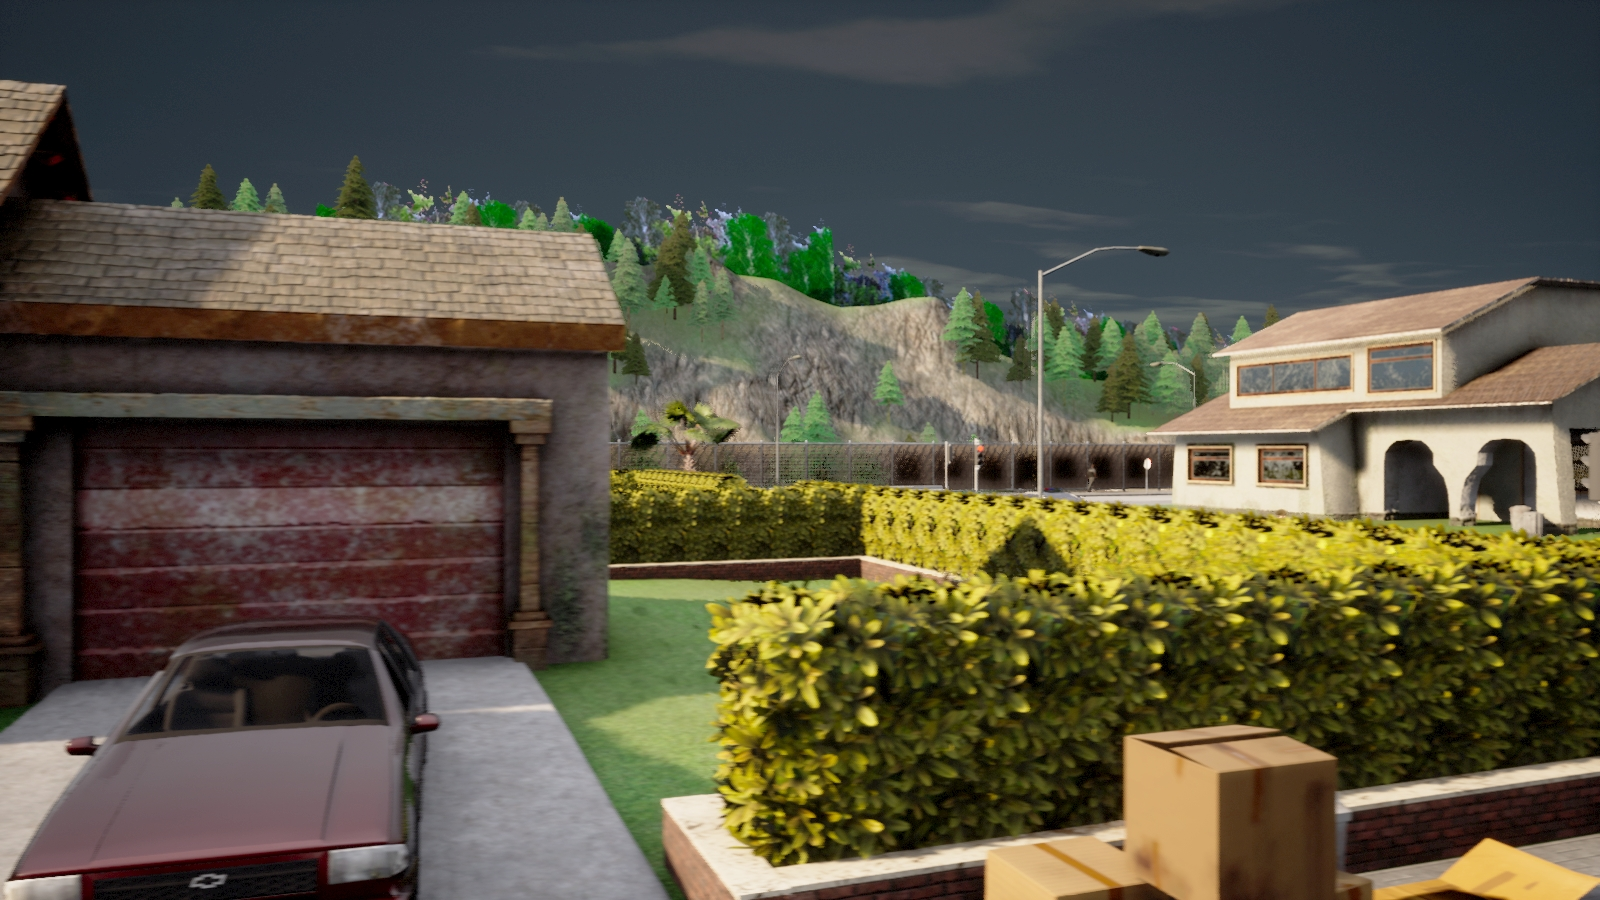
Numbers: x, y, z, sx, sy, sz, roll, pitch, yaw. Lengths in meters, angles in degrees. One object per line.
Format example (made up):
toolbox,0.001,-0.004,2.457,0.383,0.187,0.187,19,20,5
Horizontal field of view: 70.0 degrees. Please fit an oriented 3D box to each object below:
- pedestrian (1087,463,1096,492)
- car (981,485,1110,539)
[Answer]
pedestrian,18.571,1.767,72.756,0.375,1.860,0.375,0,0,-25
car,8.198,2.049,38.650,2.038,1.542,4.974,0,0,-18
